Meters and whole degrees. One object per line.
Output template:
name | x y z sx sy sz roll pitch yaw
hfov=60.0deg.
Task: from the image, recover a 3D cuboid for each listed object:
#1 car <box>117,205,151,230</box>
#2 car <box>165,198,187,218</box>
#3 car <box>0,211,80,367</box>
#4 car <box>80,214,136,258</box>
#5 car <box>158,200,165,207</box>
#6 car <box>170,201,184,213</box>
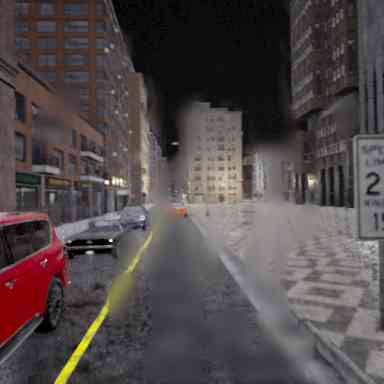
car | -4.179 1.748 23.887 2.097 1.767 4.553 -1 -1 -3
car | -1.636 1.886 37.255 2.097 1.767 4.553 -1 -1 -3
car | -3.260 1.334 4.105 2.150 2.045 5.566 -1 -1 -5
car | -3.703 1.853 13.907 1.895 1.301 4.718 -1 -1 -3
car | -6.686 2.647 77.250 1.812 1.442 4.674 -1 -1 -3
car | -2.196 2.177 48.752 1.882 1.535 5.008 -1 -1 -3
